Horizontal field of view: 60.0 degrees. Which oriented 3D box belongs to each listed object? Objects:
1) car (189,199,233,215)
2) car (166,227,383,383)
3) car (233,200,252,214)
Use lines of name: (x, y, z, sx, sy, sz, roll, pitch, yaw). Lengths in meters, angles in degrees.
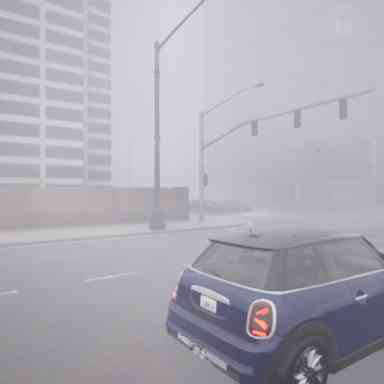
car: (1.561, 1.465, 33.428, 1.837, 1.490, 4.892, 0, 0, -36)
car: (1.936, 1.344, 5.170, 4.553, 1.767, 2.097, 0, 0, -35)
car: (4.419, 1.518, 35.450, 1.994, 1.385, 4.181, 0, 0, -36)
